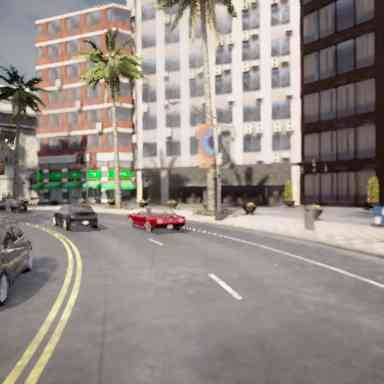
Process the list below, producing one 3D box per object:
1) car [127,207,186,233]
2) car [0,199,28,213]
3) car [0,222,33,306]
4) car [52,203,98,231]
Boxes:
[{"bbox_3d":[-2.240,1.533,19.357,1.895,1.301,4.718,-1,0,-30],"label":"car"},{"bbox_3d":[-20.344,1.560,37.274,4.674,1.442,1.812,0,0,31],"label":"car"},{"bbox_3d":[-5.018,1.521,7.783,1.837,1.490,4.892,-1,0,-17],"label":"car"},{"bbox_3d":[-7.345,1.483,20.747,1.837,1.490,4.892,0,0,-34],"label":"car"}]
